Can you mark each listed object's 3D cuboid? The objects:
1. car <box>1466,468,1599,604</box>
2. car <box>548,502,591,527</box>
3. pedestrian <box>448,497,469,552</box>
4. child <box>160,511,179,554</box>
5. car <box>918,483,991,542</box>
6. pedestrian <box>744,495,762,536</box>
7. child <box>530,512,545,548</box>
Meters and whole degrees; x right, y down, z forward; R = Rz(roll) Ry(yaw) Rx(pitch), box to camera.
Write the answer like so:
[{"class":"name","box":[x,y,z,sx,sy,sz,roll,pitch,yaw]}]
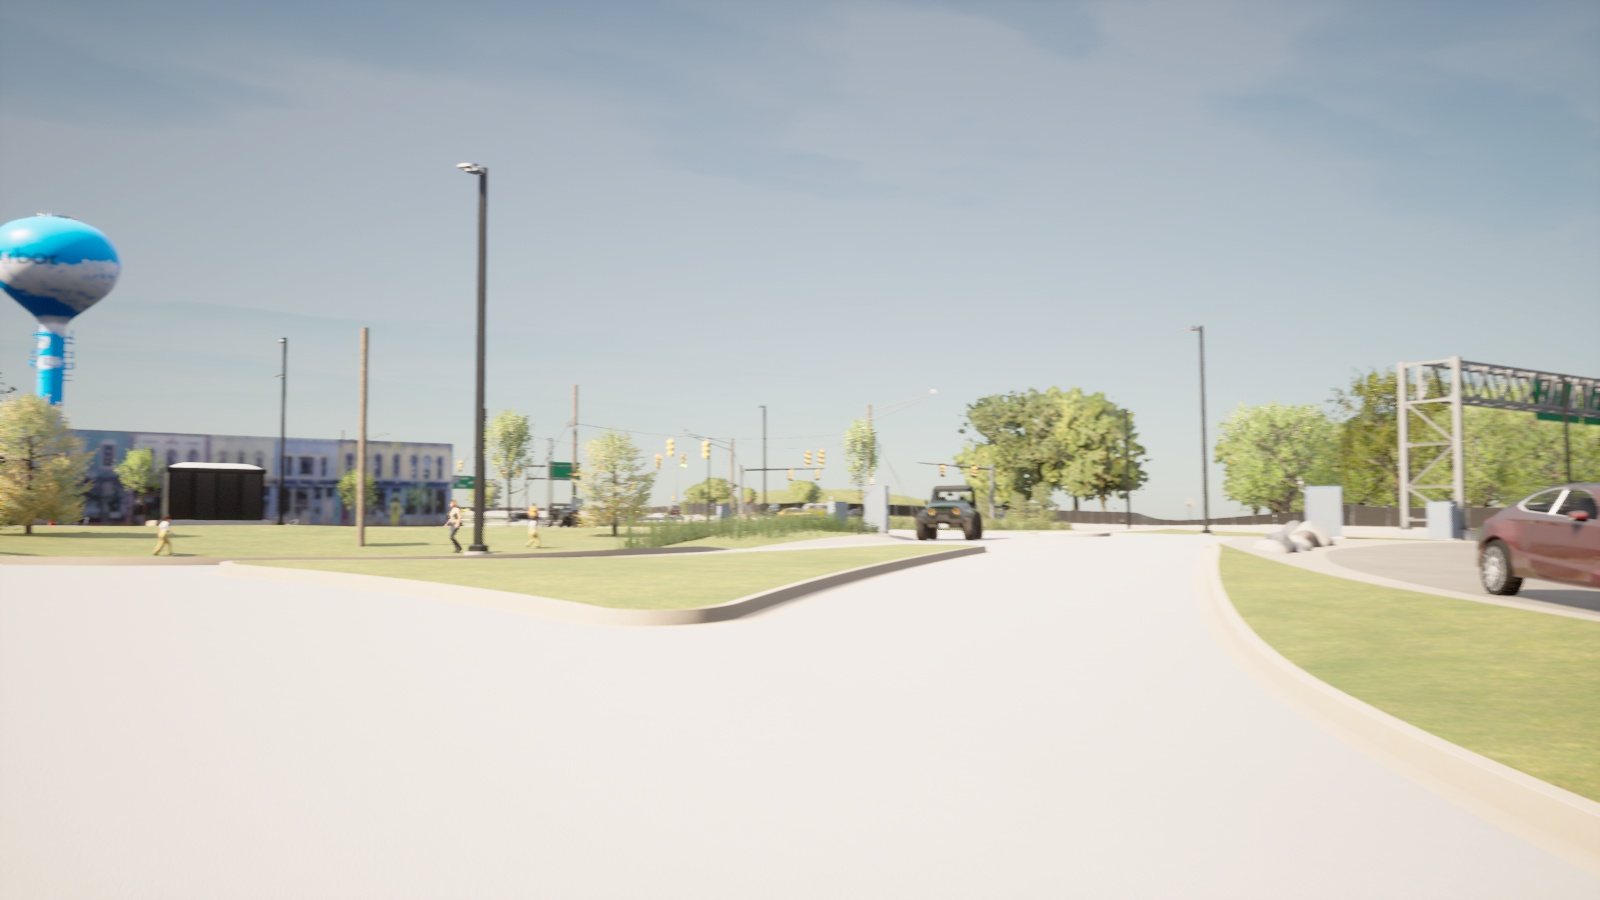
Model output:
[{"class":"car","box":[10.855,1.106,16.161,2.152,1.651,5.027,2,-2,4]},{"class":"car","box":[-17.664,4.934,96.192,1.905,1.878,3.866,2,-4,-33]},{"class":"pedestrian","box":[-11.460,2.515,42.156,0.594,1.836,0.345,3,-5,-36]},{"class":"child","box":[-19.051,2.490,37.929,0.437,1.263,0.270,3,-5,-38]},{"class":"car","box":[5.263,2.108,42.427,1.905,1.878,3.866,-1,-3,15]},{"class":"pedestrian","box":[-2.129,2.961,56.992,0.540,1.848,0.694,2,-5,-28]},{"class":"child","box":[-9.452,2.878,45.225,0.437,1.263,0.270,3,-5,-39]}]
